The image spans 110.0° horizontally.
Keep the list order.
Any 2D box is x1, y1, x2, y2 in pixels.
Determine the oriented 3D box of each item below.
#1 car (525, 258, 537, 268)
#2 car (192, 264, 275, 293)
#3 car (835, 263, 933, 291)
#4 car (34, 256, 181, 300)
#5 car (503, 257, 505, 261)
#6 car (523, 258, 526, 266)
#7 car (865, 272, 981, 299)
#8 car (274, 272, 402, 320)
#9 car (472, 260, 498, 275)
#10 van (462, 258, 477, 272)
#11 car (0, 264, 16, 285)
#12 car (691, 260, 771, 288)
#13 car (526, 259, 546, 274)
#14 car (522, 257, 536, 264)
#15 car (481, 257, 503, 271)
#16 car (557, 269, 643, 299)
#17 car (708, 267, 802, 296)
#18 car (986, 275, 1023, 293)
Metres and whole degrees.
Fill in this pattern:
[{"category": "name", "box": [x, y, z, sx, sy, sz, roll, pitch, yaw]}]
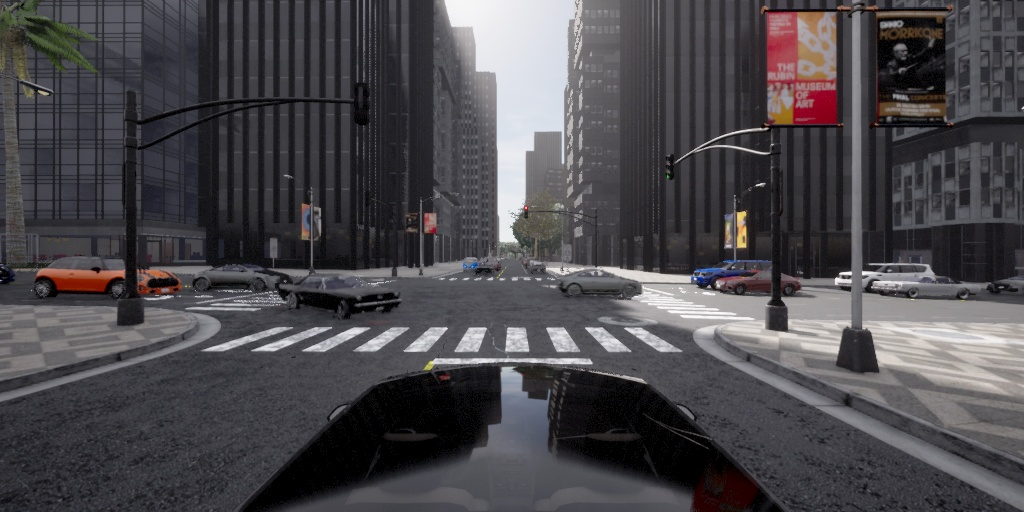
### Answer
[{"category": "car", "box": [3.049, 1.300, 47.461, 1.751, 1.417, 4.829, 0, 0, 1]}, {"category": "car", "box": [-13.804, 1.099, 18.528, 4.181, 1.385, 1.994, 1, 0, -3]}, {"category": "car", "box": [25.889, 1.495, 24.909, 5.566, 2.045, 2.150, 1, 0, 0]}, {"category": "car", "box": [-16.848, 0.825, 15.135, 4.553, 1.767, 2.097, 1, 0, 0]}, {"category": "car", "box": [-2.675, 1.288, 59.527, 1.837, 1.490, 4.892, 0, 0, 1]}, {"category": "car", "box": [3.103, 1.329, 52.804, 2.007, 1.370, 4.403, 0, 0, 1]}, {"category": "car", "box": [24.827, 1.847, 21.665, 4.718, 1.301, 1.895, 1, 0, 0]}, {"category": "car", "box": [-6.097, 1.317, 12.664, 4.718, 1.301, 1.895, 2, 0, 32]}, {"category": "car", "box": [-2.891, 1.370, 38.995, 1.895, 1.301, 4.718, 0, 0, 1]}, {"category": "van", "box": [-5.477, 1.116, 47.375, 1.690, 1.789, 3.998, 0, 0, 1]}, {"category": "car", "box": [-28.833, 0.622, 18.444, 4.553, 1.767, 2.097, 1, 0, 0]}, {"category": "car", "box": [15.533, 1.301, 24.949, 5.566, 2.045, 2.150, 1, 0, 0]}, {"category": "car", "box": [2.992, 1.321, 41.778, 2.007, 1.370, 4.403, 0, 0, 1]}, {"category": "car", "box": [3.159, 1.097, 58.316, 2.192, 1.841, 5.009, 0, 0, 1]}, {"category": "car", "box": [-2.784, 1.128, 49.278, 2.097, 1.767, 4.553, 0, 0, 1]}, {"category": "car", "box": [4.432, 1.365, 18.308, 4.181, 1.385, 1.994, 1, -1, 0]}, {"category": "car", "box": [14.846, 1.585, 21.707, 4.674, 1.442, 1.812, 1, 0, 0]}, {"category": "car", "box": [35.931, 2.029, 24.857, 4.181, 1.385, 1.994, 1, 0, 0]}]
